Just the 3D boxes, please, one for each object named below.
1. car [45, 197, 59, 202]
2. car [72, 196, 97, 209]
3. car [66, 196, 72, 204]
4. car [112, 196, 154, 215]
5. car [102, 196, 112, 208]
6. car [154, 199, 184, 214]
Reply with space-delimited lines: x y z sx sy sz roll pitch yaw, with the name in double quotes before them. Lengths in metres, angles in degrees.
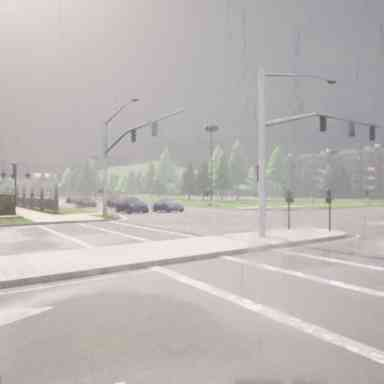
"car" -26.848 1.600 63.287 1.895 1.301 4.718 0 0 -36
"car" -14.873 1.505 46.697 1.837 1.490 4.892 0 0 -36
"car" -22.610 1.491 63.405 2.128 1.511 4.902 0 0 -36
"car" -6.276 1.349 34.694 2.097 1.767 4.553 0 0 -35
"car" -11.036 1.351 47.373 2.097 1.767 4.553 0 0 -36
"car" -2.683 1.523 35.895 1.812 1.442 4.674 0 0 -36
